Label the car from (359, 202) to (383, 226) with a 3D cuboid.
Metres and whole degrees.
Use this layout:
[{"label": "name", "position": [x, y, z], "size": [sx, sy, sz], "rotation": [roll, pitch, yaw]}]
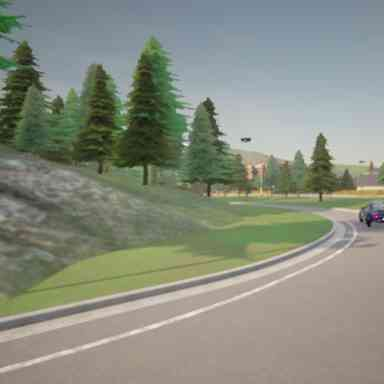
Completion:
[{"label": "car", "position": [11.985, 1.378, 21.364], "size": [1.812, 1.442, 4.674], "rotation": [0, 0, 20]}]
